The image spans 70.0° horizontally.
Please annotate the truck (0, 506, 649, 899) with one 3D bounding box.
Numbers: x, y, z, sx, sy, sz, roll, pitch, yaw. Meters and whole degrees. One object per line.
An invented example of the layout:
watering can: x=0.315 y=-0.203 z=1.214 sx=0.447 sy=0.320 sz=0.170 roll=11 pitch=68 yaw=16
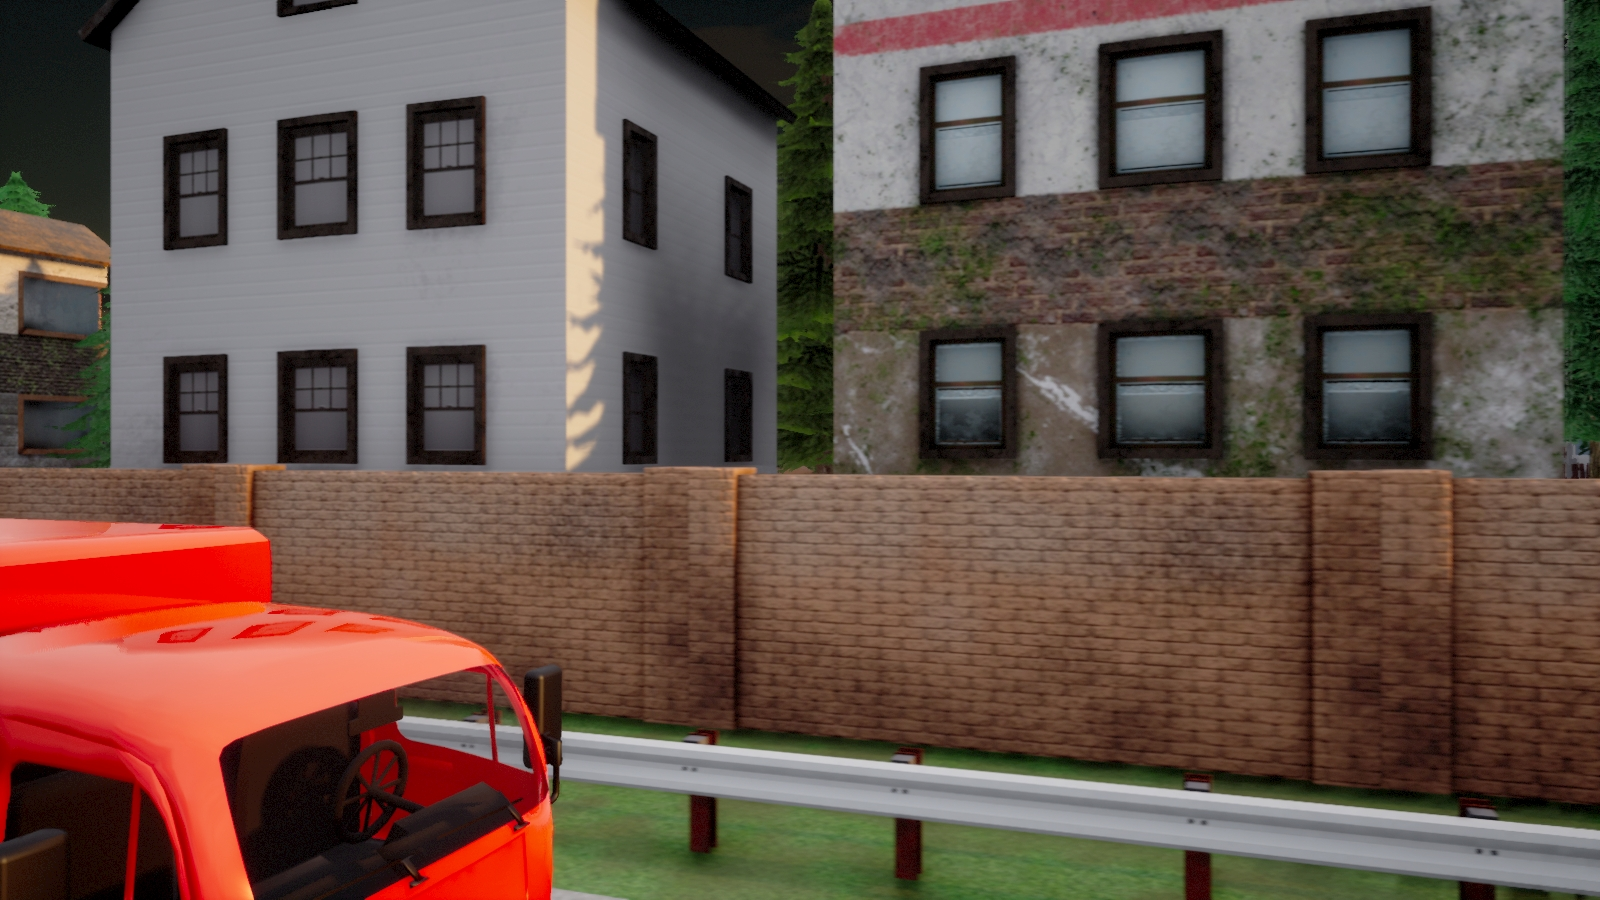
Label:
truck: x=-3.562 y=1.558 z=4.589 sx=5.204 sy=2.467 sz=2.627 roll=1 pitch=0 yaw=20
